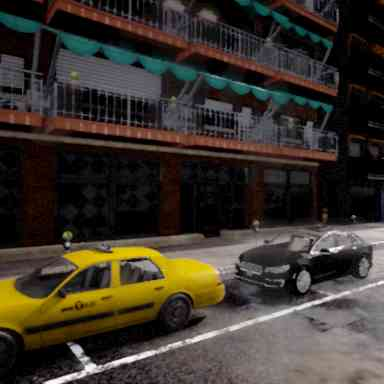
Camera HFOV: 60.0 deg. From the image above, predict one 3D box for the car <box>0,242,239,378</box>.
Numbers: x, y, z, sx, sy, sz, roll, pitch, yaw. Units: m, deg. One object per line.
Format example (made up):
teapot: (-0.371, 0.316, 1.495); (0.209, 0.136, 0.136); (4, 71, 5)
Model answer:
car: (-1.670, 1.542, 5.367); (4.829, 1.417, 1.752); (1, 0, -35)

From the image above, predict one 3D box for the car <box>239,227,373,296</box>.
car: (3.079, 1.626, 8.755); (4.403, 1.369, 2.008); (1, 0, -35)
